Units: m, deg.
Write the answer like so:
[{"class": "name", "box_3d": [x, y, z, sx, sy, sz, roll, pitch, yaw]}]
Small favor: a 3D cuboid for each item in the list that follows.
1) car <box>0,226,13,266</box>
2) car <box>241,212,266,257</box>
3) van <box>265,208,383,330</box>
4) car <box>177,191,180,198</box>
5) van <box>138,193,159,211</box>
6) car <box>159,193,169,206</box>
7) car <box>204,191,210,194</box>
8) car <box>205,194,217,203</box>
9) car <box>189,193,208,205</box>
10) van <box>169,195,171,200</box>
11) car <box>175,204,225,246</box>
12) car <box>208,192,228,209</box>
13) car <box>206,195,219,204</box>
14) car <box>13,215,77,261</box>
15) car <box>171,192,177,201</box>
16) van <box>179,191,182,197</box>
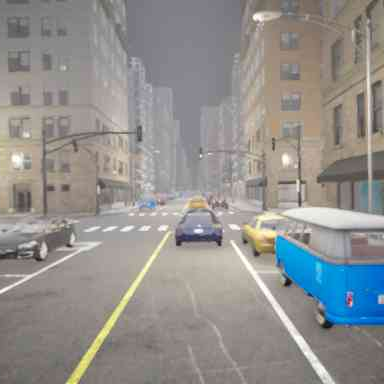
[{"class": "car", "box_3d": [-5.753, 1.594, 6.444, 1.752, 1.417, 4.829, -1, 0, 1]}, {"class": "car", "box_3d": [2.851, 1.415, 12.354, 1.752, 1.417, 4.829, -1, 0, 1]}, {"class": "van", "box_3d": [2.770, 1.261, 6.514, 1.690, 1.788, 3.998, -1, 0, 1]}, {"class": "car", "box_3d": [-4.709, 1.173, 84.159, 1.947, 1.339, 4.313, -1, 0, 1]}, {"class": "van", "box_3d": [-5.313, 1.236, 39.473, 1.690, 1.788, 3.998, -1, 0, 1]}, {"class": "car", "box_3d": [-5.163, 1.147, 50.644, 2.192, 1.841, 5.009, -1, 0, 1]}, {"class": "car", "box_3d": [3.361, 0.999, 50.544, 2.192, 1.841, 5.009, -1, 0, 1]}, {"class": "car", "box_3d": [3.515, 1.166, 61.714, 2.008, 1.369, 4.403, -1, 0, 1]}, {"class": "car", "box_3d": [0.648, 1.267, 39.708, 1.882, 1.535, 5.008, -1, 0, 1]}, {"class": "van", "box_3d": [-5.087, 1.140, 56.229, 1.690, 1.788, 3.998, -1, 0, 1]}, {"class": "car", "box_3d": [0.345, 1.483, 14.981, 1.994, 1.385, 4.181, -1, 0, 3]}, {"class": "car", "box_3d": [3.213, 1.187, 39.376, 1.967, 1.590, 4.097, -1, 0, 1]}, {"class": "car", "box_3d": [3.440, 1.217, 56.129, 1.947, 1.339, 4.313, -1, 0, 1]}, {"class": "car", "box_3d": [-5.674, 1.589, 12.281, 2.008, 1.369, 4.403, -1, 0, 1]}, {"class": "car", "box_3d": [-4.859, 1.232, 72.987, 1.887, 1.381, 4.507, -1, 0, 1]}, {"class": "van", "box_3d": [-4.563, 0.867, 95.328, 1.690, 1.788, 3.998, -1, 0, 1]}]
